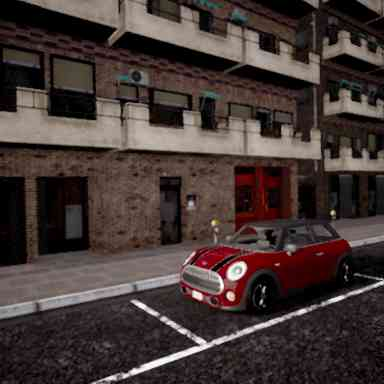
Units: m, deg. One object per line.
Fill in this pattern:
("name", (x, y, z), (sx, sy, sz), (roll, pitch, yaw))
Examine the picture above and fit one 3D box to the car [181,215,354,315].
("car", (1.717, 1.369, 7.338), (4.097, 1.590, 1.967), (-1, 0, -36))
